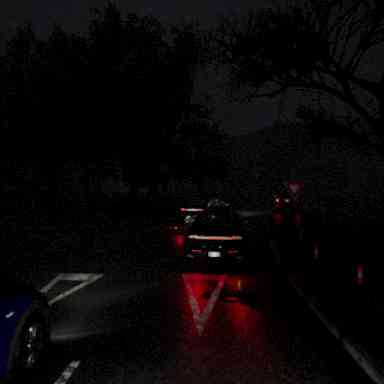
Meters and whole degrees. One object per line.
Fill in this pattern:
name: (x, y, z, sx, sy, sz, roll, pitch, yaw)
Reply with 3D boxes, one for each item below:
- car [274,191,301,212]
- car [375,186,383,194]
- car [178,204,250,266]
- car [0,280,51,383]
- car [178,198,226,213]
car: (8.156, 0.665, 28.554, 2.097, 1.767, 4.553, 0, 2, 15)
car: (32.560, -0.483, 54.869, 2.185, 1.767, 4.553, -1, 2, -18)
car: (0.908, 1.398, 11.296, 2.128, 1.511, 4.902, 0, 1, 7)
car: (-2.980, 1.349, 2.678, 2.097, 1.767, 4.553, 0, 0, 1)
car: (1.025, 1.109, 20.430, 2.128, 1.511, 4.902, 1, 3, 31)
